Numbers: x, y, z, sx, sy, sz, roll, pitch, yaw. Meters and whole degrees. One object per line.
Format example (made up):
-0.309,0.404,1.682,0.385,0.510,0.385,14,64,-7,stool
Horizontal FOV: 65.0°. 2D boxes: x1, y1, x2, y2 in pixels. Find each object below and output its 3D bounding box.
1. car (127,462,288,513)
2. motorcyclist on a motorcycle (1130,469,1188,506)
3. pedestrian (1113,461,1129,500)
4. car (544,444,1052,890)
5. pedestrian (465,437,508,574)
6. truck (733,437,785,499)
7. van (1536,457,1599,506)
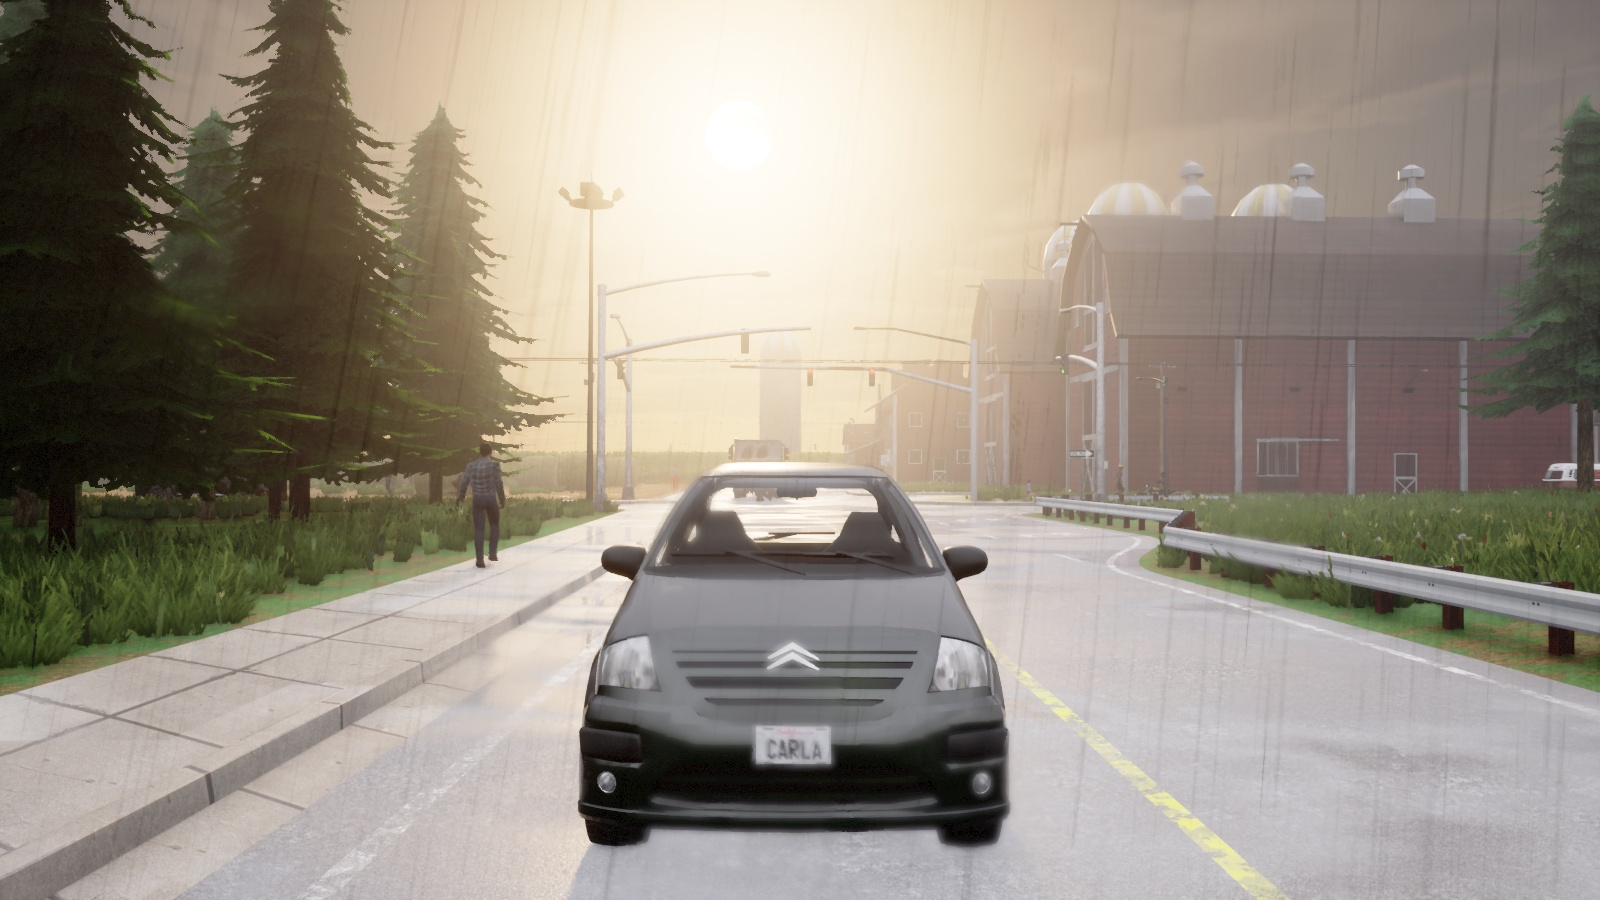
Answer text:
-24.171,1.518,51.378,5.566,2.045,2.150,0,-1,-1,car
15.962,1.663,55.810,2.350,1.649,0.766,0,-1,-1,motorcyclist on a motorcycle
15.300,1.438,59.874,0.634,1.846,0.331,0,-1,0,pedestrian
-0.021,0.823,6.581,1.851,1.617,3.988,0,-1,0,car
-4.559,0.802,18.314,0.423,1.949,0.788,0,-1,1,pedestrian
-2.453,1.075,73.816,2.891,3.462,7.936,0,-1,-2,truck
33.755,1.313,52.727,4.480,2.038,2.069,0,-1,-1,van
